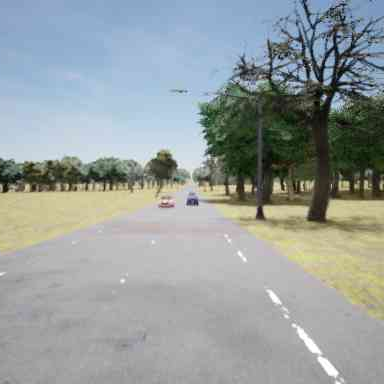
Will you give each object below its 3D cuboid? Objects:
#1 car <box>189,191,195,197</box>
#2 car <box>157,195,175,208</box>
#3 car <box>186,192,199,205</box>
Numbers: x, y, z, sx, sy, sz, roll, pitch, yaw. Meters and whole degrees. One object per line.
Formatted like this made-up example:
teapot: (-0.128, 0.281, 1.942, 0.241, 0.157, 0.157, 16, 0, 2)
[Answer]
car: (-0.009, 0.664, 93.657, 1.882, 1.535, 5.008, 0, 1, 0)
car: (-3.551, 1.241, 46.175, 2.097, 1.767, 4.553, 0, 1, 1)
car: (0.096, 1.269, 54.707, 1.882, 1.535, 5.008, 0, 1, 0)
